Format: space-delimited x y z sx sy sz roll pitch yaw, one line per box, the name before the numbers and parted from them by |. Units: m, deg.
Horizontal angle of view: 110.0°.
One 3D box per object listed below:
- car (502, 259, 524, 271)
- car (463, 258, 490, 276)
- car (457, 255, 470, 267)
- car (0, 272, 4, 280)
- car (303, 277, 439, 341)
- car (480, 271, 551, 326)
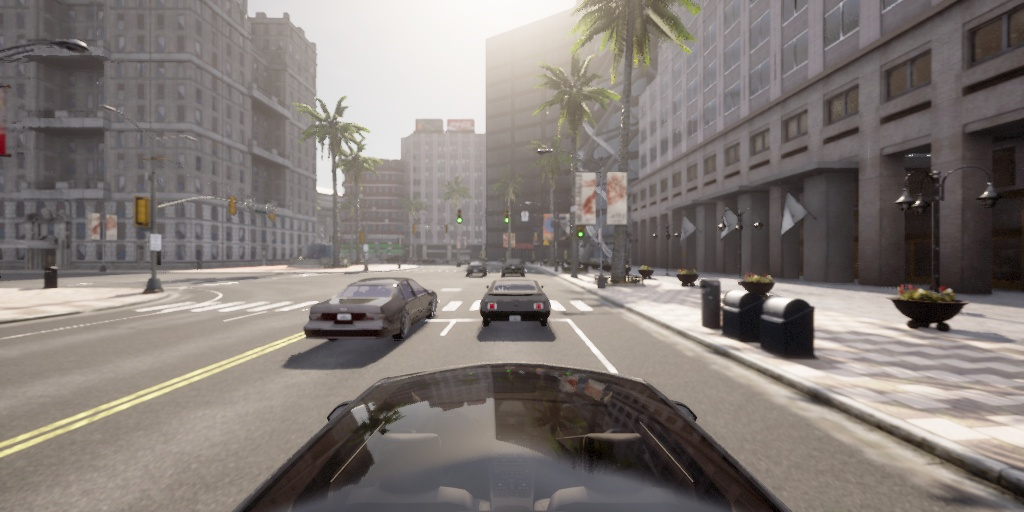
car | 0.099 1.032 34.645 2.097 1.767 4.553 0 0 0
car | -3.414 1.203 35.902 1.812 1.442 4.674 0 0 0
car | -8.195 0.843 61.507 2.150 2.045 5.566 0 0 -13
car | -38.008 1.302 24.344 4.718 1.301 1.895 0 0 0
car | -3.410 1.280 9.800 2.033 1.411 5.357 0 0 0
car | 0.093 1.330 11.519 1.895 1.301 4.718 0 0 0
